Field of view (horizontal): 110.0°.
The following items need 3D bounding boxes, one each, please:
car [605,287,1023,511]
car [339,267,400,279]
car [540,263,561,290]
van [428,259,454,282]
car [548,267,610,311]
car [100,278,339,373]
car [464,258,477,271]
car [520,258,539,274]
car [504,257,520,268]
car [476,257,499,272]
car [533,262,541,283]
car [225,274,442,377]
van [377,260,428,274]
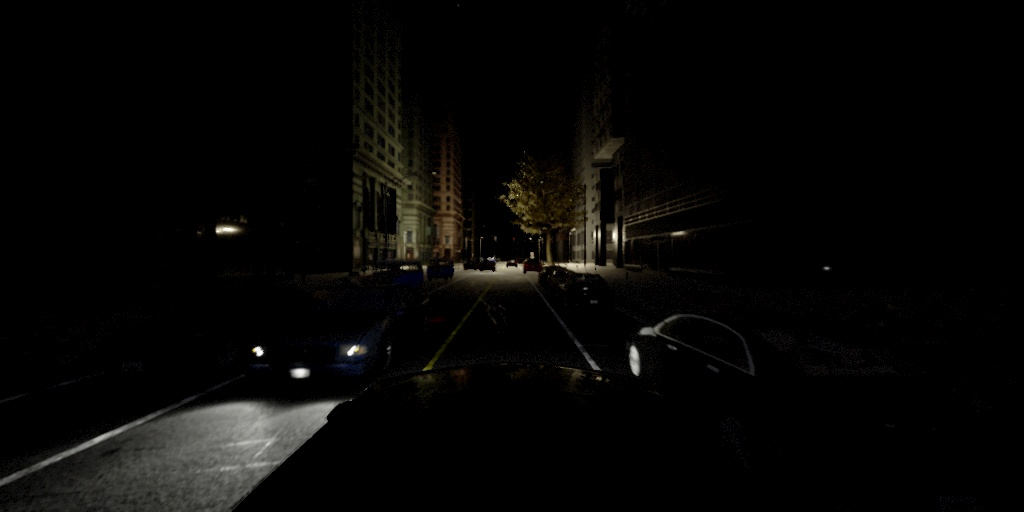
[{"bbox_3d":[2.762,1.302,4.393,2.007,1.370,4.403,0,0,0],"label":"car"},{"bbox_3d":[-5.765,1.284,12.868,1.751,1.417,4.829,0,0,0],"label":"car"},{"bbox_3d":[2.758,1.290,19.724,1.751,1.417,4.829,0,0,0],"label":"car"},{"bbox_3d":[-5.770,1.115,29.278,1.690,1.789,3.998,0,0,0],"label":"van"},{"bbox_3d":[2.759,1.310,14.265,2.007,1.370,4.403,0,0,0],"label":"car"},{"bbox_3d":[-5.764,1.320,7.625,1.948,1.339,4.313,0,0,0],"label":"car"},{"bbox_3d":[-5.775,1.345,50.931,1.888,1.381,4.507,0,0,0],"label":"car"},{"bbox_3d":[2.377,1.141,42.108,2.097,1.767,4.553,0,0,0],"label":"car"},{"bbox_3d":[0.006,1.390,64.804,1.994,1.385,4.181,0,0,1],"label":"car"},{"bbox_3d":[-3.093,1.271,46.218,1.882,1.535,5.008,0,0,0],"label":"car"},{"bbox_3d":[2.757,1.335,24.844,1.948,1.339,4.313,0,0,0],"label":"car"},{"bbox_3d":[-3.090,1.302,7.823,2.033,1.411,5.357,0,0,-1],"label":"car"},{"bbox_3d":[-5.767,1.104,18.451,1.690,1.789,3.998,0,0,0],"label":"van"}]
